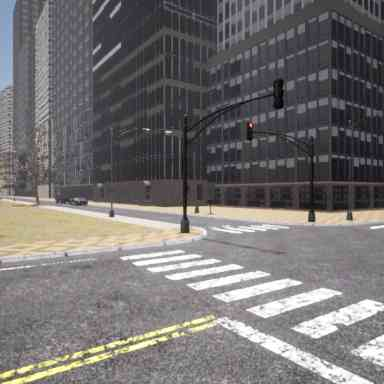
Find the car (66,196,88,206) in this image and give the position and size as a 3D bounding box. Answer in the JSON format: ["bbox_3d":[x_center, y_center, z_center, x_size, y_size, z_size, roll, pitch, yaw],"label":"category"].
[{"bbox_3d":[-18.849,1.600,55.243,1.895,1.301,4.718,0,0,-35],"label":"car"}]

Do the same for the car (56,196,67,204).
[{"bbox_3d":[-24.642,1.509,63.508,1.837,1.490,4.892,0,0,-35],"label":"car"}]
